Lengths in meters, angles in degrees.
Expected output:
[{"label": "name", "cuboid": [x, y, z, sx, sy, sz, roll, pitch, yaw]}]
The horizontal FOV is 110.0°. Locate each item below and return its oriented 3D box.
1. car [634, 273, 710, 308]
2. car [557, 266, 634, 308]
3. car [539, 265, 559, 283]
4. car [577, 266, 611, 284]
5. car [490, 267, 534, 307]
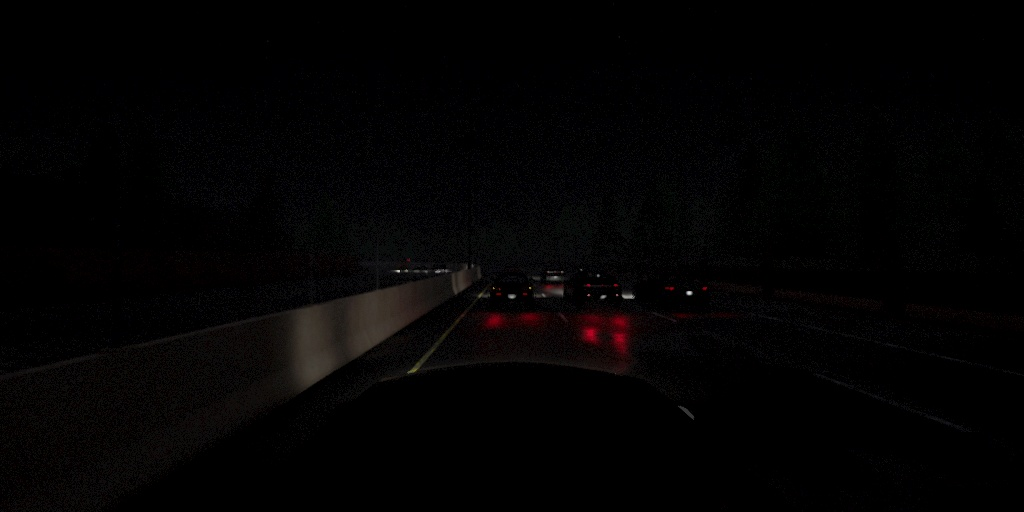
[{"label": "car", "cuboid": [7.001, 1.451, 16.152, 1.994, 1.385, 4.181, 0, 0, 0]}, {"label": "car", "cuboid": [3.501, 1.379, 16.151, 2.128, 1.511, 4.902, 0, 0, 0]}, {"label": "car", "cuboid": [3.490, 1.522, 31.149, 2.128, 1.511, 4.902, 0, 0, 0]}, {"label": "car", "cuboid": [6.993, 1.593, 31.169, 1.994, 1.385, 4.181, 0, 0, 0]}, {"label": "car", "cuboid": [0.001, 1.413, 16.226, 1.812, 1.442, 4.674, 0, 0, 0]}]
